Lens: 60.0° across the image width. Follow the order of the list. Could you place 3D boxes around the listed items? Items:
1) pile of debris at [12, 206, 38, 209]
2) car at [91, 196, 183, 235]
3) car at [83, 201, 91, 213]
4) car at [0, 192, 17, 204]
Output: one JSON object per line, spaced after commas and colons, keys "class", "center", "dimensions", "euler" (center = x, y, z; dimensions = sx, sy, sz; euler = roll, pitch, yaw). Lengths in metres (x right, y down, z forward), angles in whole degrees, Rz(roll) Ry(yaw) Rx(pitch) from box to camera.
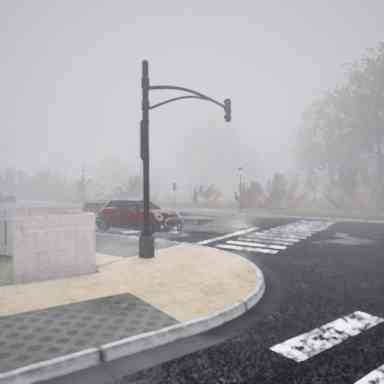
{"class": "pile of debris", "center": [-16.777, 1.582, 33.421], "dimensions": [1.860, 0.140, 1.500], "euler": [1, 1, 30]}
{"class": "car", "center": [-2.698, 1.130, 17.140], "dimensions": [4.553, 1.767, 2.097], "euler": [1, 1, 32]}
{"class": "car", "center": [-6.964, 1.067, 27.642], "dimensions": [4.902, 1.511, 2.128], "euler": [1, 1, 32]}
{"class": "car", "center": [-23.770, 0.721, 41.117], "dimensions": [4.902, 1.511, 2.128], "euler": [1, 1, 29]}
